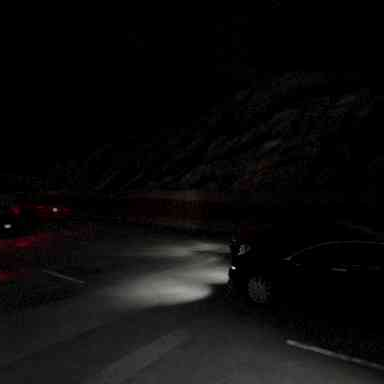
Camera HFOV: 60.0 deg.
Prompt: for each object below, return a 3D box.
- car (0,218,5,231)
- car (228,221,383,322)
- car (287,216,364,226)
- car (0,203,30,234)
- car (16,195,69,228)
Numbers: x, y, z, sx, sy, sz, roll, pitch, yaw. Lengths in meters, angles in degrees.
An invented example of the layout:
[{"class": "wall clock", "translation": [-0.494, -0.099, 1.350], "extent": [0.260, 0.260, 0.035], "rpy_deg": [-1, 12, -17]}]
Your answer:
[{"class": "car", "translation": [-7.905, 1.541, 10.583], "extent": [4.181, 1.385, 1.994], "rpy_deg": [0, 0, 41]}, {"class": "car", "translation": [3.021, 1.514, 6.248], "extent": [4.892, 1.490, 1.837], "rpy_deg": [0, 0, 36]}, {"class": "car", "translation": [3.555, 1.488, 10.221], "extent": [5.008, 1.535, 1.882], "rpy_deg": [0, 0, 37]}, {"class": "car", "translation": [-10.706, 1.494, 17.907], "extent": [4.674, 1.442, 1.812], "rpy_deg": [0, 0, 44]}, {"class": "car", "translation": [-10.337, 1.191, 22.439], "extent": [2.150, 2.045, 5.566], "rpy_deg": [0, 0, -45]}]
